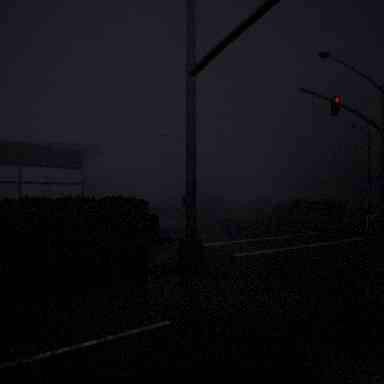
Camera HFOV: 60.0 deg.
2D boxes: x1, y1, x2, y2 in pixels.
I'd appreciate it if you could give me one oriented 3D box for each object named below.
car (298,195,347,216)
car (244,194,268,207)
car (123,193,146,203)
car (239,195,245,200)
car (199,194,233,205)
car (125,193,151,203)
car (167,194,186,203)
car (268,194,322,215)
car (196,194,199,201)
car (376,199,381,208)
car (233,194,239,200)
[{"bbox_3d":[12.047,1.340,29.998,4.514,1.523,2.007,0,0,-35],"label":"car"},{"bbox_3d":[9.669,1.320,46.639,3.633,1.501,1.845,0,0,-35],"label":"car"},{"bbox_3d":[-10.947,1.077,63.607,3.866,1.878,1.905,0,0,-35],"label":"car"},{"bbox_3d":[13.408,1.154,72.866,5.027,1.636,2.152,0,0,-35],"label":"car"},{"bbox_3d":[3.959,1.298,54.839,4.514,1.523,2.007,0,0,-35],"label":"car"},{"bbox_3d":[-9.536,1.361,60.535,3.806,1.475,1.970,0,0,-35],"label":"car"},{"bbox_3d":[-2.620,1.097,65.441,4.605,1.855,1.932,0,0,-35],"label":"car"},{"bbox_3d":[10.200,1.330,32.534,5.027,1.636,2.152,0,0,-35],"label":"car"},{"bbox_3d":[1.581,1.298,76.875,4.514,1.523,2.007,0,0,-35],"label":"car"},{"bbox_3d":[25.558,1.384,43.145,3.806,1.475,1.970,0,0,-35],"label":"car"},{"bbox_3d":[9.454,1.232,77.931,3.806,1.475,1.970,0,0,-35],"label":"car"}]
